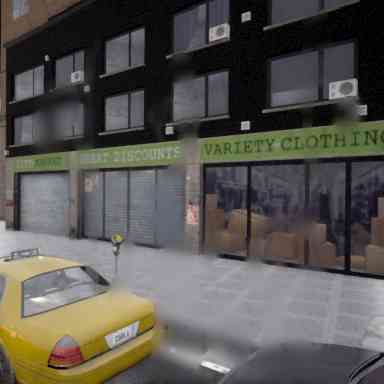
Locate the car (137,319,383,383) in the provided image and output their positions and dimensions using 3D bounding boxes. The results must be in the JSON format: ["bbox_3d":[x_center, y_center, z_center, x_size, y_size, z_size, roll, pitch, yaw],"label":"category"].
[{"bbox_3d":[2.047,1.551,1.624,4.403,1.369,2.008,0,1,36],"label":"car"}]

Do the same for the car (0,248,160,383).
[{"bbox_3d":[-2.634,1.524,4.972,4.829,1.417,1.752,0,1,36],"label":"car"}]
